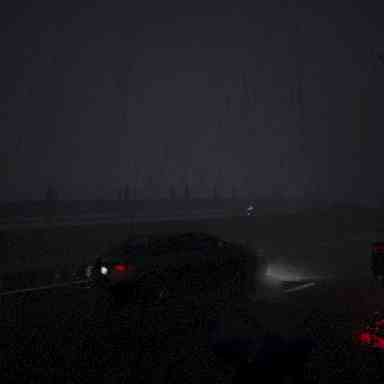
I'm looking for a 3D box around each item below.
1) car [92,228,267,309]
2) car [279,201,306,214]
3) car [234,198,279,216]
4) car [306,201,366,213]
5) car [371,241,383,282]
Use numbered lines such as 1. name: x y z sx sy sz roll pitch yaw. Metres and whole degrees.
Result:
1. car: -0.164 1.567 7.931 4.181 1.385 1.994 0 0 -36
2. car: 10.160 1.506 28.444 4.902 1.511 2.128 0 0 -35
3. car: 5.933 1.365 29.727 4.553 1.767 2.097 0 0 -35
4. car: 11.096 1.506 24.813 4.902 1.511 2.128 0 0 -35
5. car: 6.501 1.484 8.389 5.008 1.535 1.882 0 0 -36
